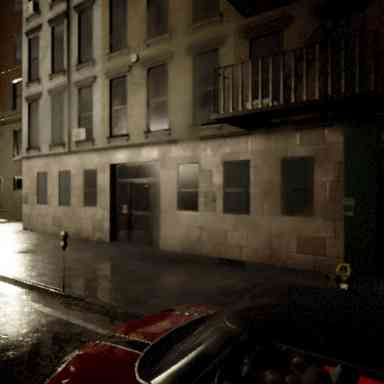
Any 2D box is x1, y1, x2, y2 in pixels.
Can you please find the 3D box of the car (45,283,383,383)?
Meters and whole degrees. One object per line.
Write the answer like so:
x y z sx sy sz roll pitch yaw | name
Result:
0.701 1.439 2.336 4.097 1.590 1.967 0 0 35 | car
